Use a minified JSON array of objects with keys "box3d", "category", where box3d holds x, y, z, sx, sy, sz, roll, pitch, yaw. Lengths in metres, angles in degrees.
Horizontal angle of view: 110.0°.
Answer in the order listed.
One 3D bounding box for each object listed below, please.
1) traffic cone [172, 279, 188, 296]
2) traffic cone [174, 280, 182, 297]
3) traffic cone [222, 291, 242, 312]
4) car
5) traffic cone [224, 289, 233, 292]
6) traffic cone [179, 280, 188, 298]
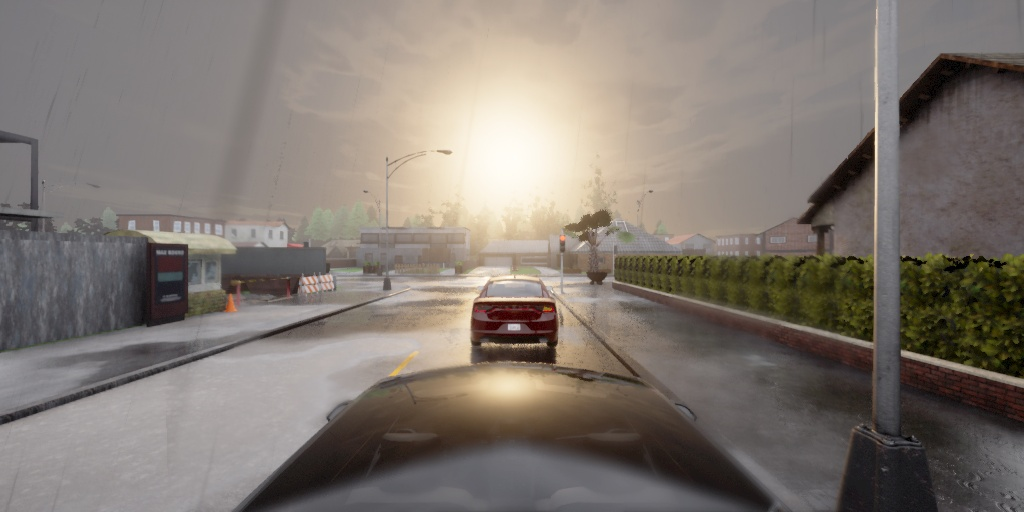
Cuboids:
[{"box3d":[-16.806,1.582,18.227,0.344,0.586,0.344,0,0,0],"category":"traffic cone"},{"box3d":[-15.771,1.558,17.223,0.344,0.586,0.344,0,0,0],"category":"traffic cone"},{"box3d":[-9.621,1.598,12.266,0.344,0.586,0.344,0,0,0],"category":"traffic cone"},{"box3d":[0.079,1.228,9.422,1.882,1.535,5.008,0,0,1],"category":"car"},{"box3d":[-10.339,1.568,12.789,0.344,0.586,0.344,0,0,0],"category":"traffic cone"},{"box3d":[-15.203,1.561,16.859,0.344,0.586,0.344,0,0,0],"category":"traffic cone"}]
